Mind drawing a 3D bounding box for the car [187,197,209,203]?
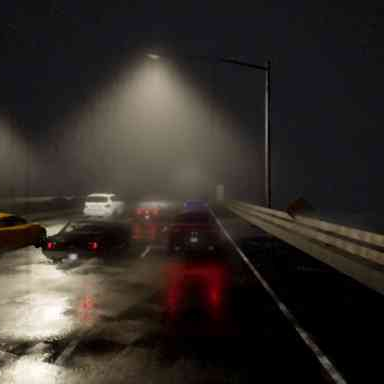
[{"bbox_3d":[0.292,1.445,28.534,1.882,1.535,5.008,0,0,1],"label":"car"}]

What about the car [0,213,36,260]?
[{"bbox_3d":[-6.924,1.461,11.653,1.882,1.535,5.008,0,0,1],"label":"car"}]

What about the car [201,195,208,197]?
[{"bbox_3d":[2.790,1.441,73.535,1.882,1.535,5.008,0,0,2],"label":"car"}]

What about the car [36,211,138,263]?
[{"bbox_3d":[-3.421,1.584,11.889,1.895,1.301,4.718,0,0,1],"label":"car"}]

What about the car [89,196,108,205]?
[{"bbox_3d":[-16.528,1.442,59.142,1.882,1.535,5.008,0,0,2],"label":"car"}]

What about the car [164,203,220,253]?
[{"bbox_3d":[0.114,1.458,13.728,1.882,1.535,5.008,0,0,1],"label":"car"}]

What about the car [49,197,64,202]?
[{"bbox_3d":[-23.547,1.530,58.686,1.994,1.385,4.181,0,0,3],"label":"car"}]

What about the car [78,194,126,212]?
[{"bbox_3d":[-6.768,1.194,26.368,2.150,2.045,5.566,0,0,1],"label":"car"}]

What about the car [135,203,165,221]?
[{"bbox_3d":[-3.254,1.570,26.816,1.895,1.301,4.718,0,0,1],"label":"car"}]

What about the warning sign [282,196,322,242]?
[{"bbox_3d":[4.588,1.096,14.005,1.300,1.860,1.060,-1,-1,0],"label":"warning sign"}]

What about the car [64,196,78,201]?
[{"bbox_3d":[-20.056,1.459,58.524,2.128,1.511,4.902,0,0,3],"label":"car"}]
